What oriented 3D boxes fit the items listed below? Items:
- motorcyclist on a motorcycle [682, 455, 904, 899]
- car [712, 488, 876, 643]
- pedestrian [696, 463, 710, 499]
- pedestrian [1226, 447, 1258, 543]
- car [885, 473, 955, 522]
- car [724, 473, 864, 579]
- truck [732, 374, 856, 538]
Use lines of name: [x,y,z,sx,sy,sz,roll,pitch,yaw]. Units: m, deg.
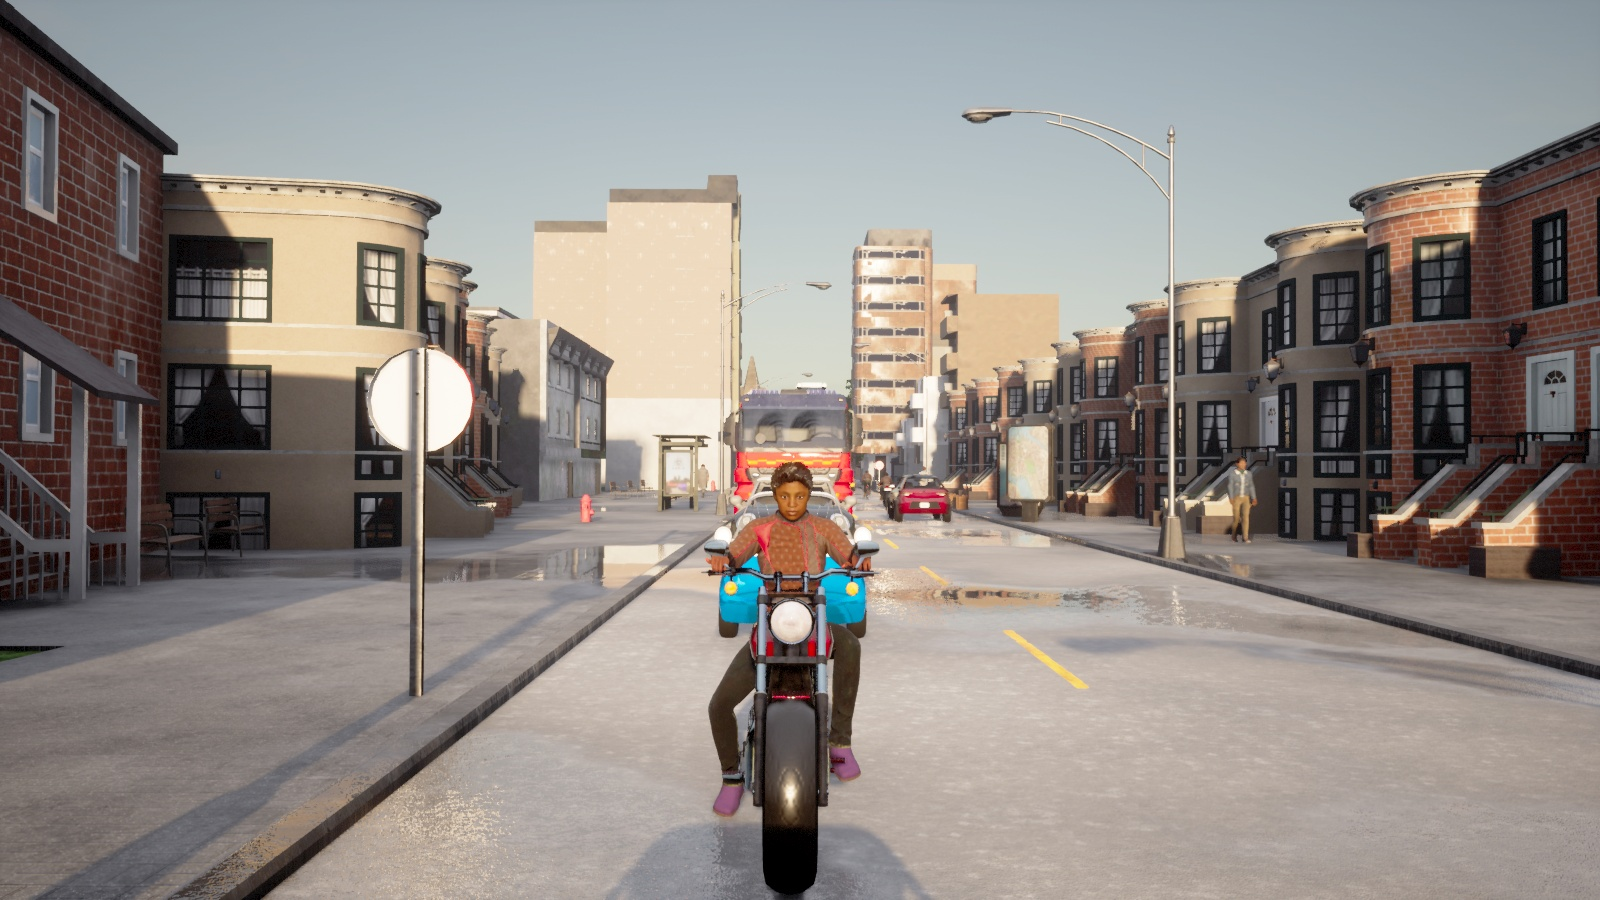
motorcyclist on a motorcycle: [-0.031,0.858,5.541,0.766,1.649,2.350,0,-1,0]
car: [-0.062,1.078,12.451,1.481,1.376,2.207,0,-1,0]
pedestrian: [-5.219,1.679,67.681,0.659,1.952,0.873,0,-1,2]
pedestrian: [9.138,0.923,25.964,0.423,1.949,0.788,0,-1,5]
car: [3.811,1.492,40.527,1.816,1.474,4.193,0,-1,0]
car: [-0.096,1.109,19.632,1.970,1.475,3.806,0,-1,0]
truck: [-0.163,0.214,33.644,2.891,3.827,8.468,0,-1,0]
